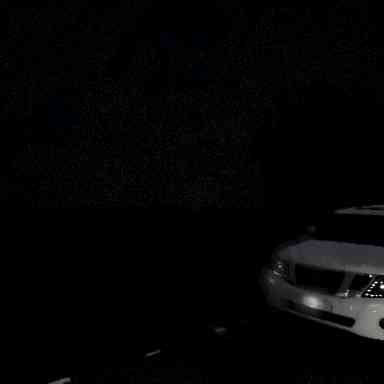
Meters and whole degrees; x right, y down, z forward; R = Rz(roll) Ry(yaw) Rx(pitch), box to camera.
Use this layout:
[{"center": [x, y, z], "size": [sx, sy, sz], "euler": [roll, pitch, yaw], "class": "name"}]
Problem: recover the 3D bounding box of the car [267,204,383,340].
[{"center": [3.868, 1.301, 6.706], "size": [5.566, 2.045, 2.150], "euler": [1, 0, -41], "class": "car"}]
